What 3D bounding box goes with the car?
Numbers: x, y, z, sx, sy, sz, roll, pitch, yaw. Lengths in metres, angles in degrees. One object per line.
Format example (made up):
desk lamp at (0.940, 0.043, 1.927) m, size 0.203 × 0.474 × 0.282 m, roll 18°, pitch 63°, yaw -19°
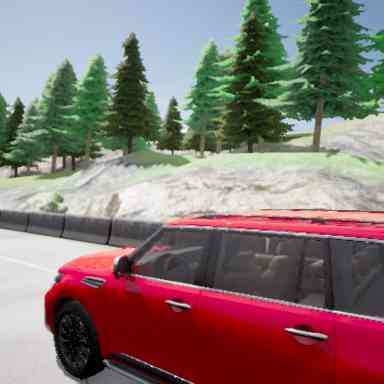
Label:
car at (0.603, 1.217, 3.741) m, size 5.566 × 2.045 × 2.150 m, roll 0°, pitch 0°, yaw 38°
